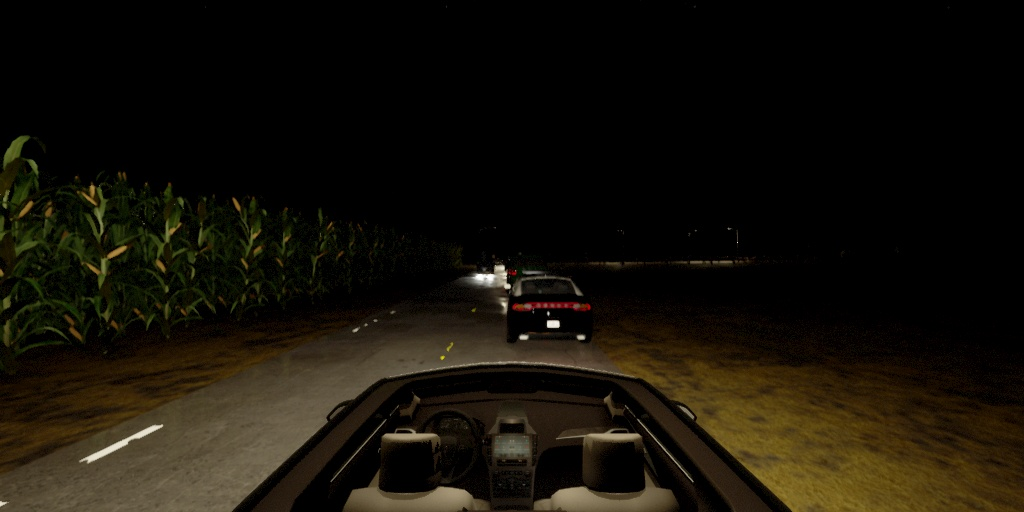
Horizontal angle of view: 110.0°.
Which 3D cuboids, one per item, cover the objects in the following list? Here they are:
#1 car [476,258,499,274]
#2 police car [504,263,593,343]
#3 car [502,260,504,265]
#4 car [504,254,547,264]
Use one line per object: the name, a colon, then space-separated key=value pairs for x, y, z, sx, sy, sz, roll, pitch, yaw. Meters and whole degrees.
car: x=-2.888 y=1.175 z=39.736 sx=2.128 sy=1.511 sz=4.902 roll=0 pitch=0 yaw=0
police car: x=0.817 y=1.146 z=9.716 sx=1.930 sy=1.638 sz=5.238 roll=0 pitch=0 yaw=0
car: x=-0.021 y=1.212 z=46.791 sx=1.812 sy=1.442 sz=4.674 roll=0 pitch=0 yaw=0
car: x=0.807 y=0.921 z=19.637 sx=2.150 sy=2.045 sz=5.566 roll=0 pitch=0 yaw=0
